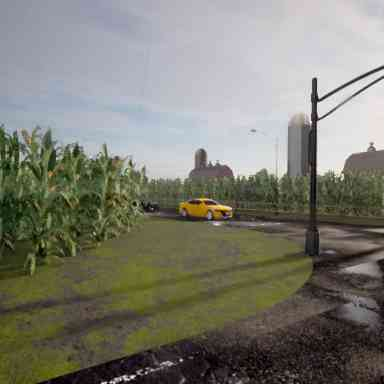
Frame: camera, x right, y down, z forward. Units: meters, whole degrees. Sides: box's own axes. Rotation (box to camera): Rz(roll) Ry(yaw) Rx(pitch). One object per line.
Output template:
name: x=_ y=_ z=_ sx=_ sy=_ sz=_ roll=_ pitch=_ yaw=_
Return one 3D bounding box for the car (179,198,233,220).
car: x=1.012 y=1.278 z=25.998 sx=1.882 sy=1.535 sz=5.008 roll=2 pitch=0 yaw=-38

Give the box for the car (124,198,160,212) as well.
car: x=-5.176 y=1.321 z=33.931 sx=1.895 sy=1.301 sz=4.718 roll=2 pitch=0 yaw=-38
